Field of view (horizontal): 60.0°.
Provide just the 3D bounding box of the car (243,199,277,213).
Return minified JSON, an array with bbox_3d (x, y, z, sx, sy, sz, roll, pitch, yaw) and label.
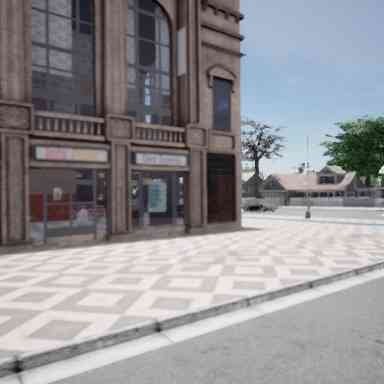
[{"bbox_3d":[8.964,1.742,43.947,2.097,1.767,4.553,-1,-1,-36],"label":"car"}]
